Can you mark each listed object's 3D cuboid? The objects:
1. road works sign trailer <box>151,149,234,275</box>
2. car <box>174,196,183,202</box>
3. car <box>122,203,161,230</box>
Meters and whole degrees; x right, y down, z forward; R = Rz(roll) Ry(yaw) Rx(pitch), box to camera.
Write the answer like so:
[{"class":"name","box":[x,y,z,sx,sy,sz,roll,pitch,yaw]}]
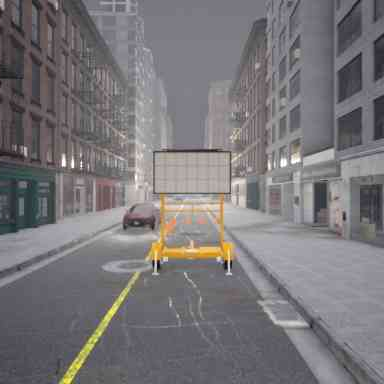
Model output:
[{"class":"road works sign trailer","box":[0.009,0.462,10.413,2.380,3.560,2.880,0,0,0]},{"class":"car","box":[-2.981,1.494,74.674,2.033,1.411,5.357,0,0,0]},{"class":"car","box":[-3.094,1.471,21.114,1.882,1.535,5.008,0,0,0]}]
